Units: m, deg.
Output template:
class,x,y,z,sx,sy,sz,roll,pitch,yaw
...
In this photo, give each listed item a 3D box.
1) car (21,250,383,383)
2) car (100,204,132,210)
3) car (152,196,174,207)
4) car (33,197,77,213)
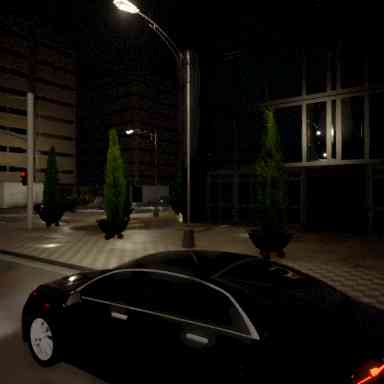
class,x,y,z,sx,sy,sz,roll,pitch,yaw
car,-0.215,1.505,4.143,4.892,1.490,1.837,0,0,36
car,-9.910,1.578,43.788,1.812,1.442,4.674,0,0,35
car,-4.144,1.405,51.964,2.097,1.767,4.553,0,0,35
car,-15.032,1.405,36.538,2.097,1.767,4.553,0,0,35
